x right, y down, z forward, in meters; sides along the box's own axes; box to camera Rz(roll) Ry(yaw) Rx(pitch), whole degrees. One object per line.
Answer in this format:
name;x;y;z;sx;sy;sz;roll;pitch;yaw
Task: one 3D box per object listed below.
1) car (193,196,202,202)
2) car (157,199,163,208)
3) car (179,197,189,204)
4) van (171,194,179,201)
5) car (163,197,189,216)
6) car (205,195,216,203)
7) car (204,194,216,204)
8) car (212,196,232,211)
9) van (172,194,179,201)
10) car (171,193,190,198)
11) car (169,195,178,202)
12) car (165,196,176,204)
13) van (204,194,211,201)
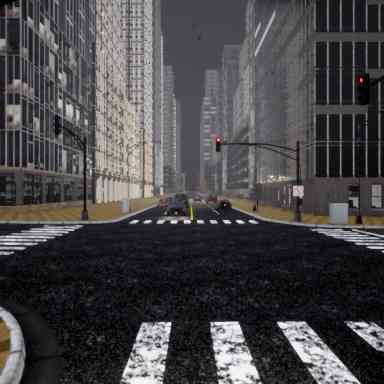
car;1.207;1.528;72.857;2.033;1.411;5.357;0;0;0
car;-4.017;1.592;47.238;1.802;1.307;4.206;0;0;0
car;-1.545;1.597;64.969;1.895;1.301;4.718;0;0;0
van;-4.151;1.320;80.404;1.690;1.788;3.998;0;0;0
car;-1.498;1.564;33.511;2.033;1.411;5.357;0;0;-1
car;3.774;1.432;69.381;1.967;1.590;4.097;0;0;0
car;3.797;1.312;63.853;2.192;1.841;5.009;0;0;0
car;3.935;1.579;41.744;1.947;1.339;4.313;0;0;0
van;-4.173;1.314;85.932;1.690;1.788;3.998;0;0;0
car;-1.547;1.232;47.032;2.150;2.045;5.566;0;0;0
car;-4.128;1.425;74.877;1.967;1.590;4.097;0;0;0
car;-4.084;1.563;63.821;1.947;1.339;4.313;0;0;0
van;3.729;1.320;80.436;1.690;1.788;3.998;0;0;0
